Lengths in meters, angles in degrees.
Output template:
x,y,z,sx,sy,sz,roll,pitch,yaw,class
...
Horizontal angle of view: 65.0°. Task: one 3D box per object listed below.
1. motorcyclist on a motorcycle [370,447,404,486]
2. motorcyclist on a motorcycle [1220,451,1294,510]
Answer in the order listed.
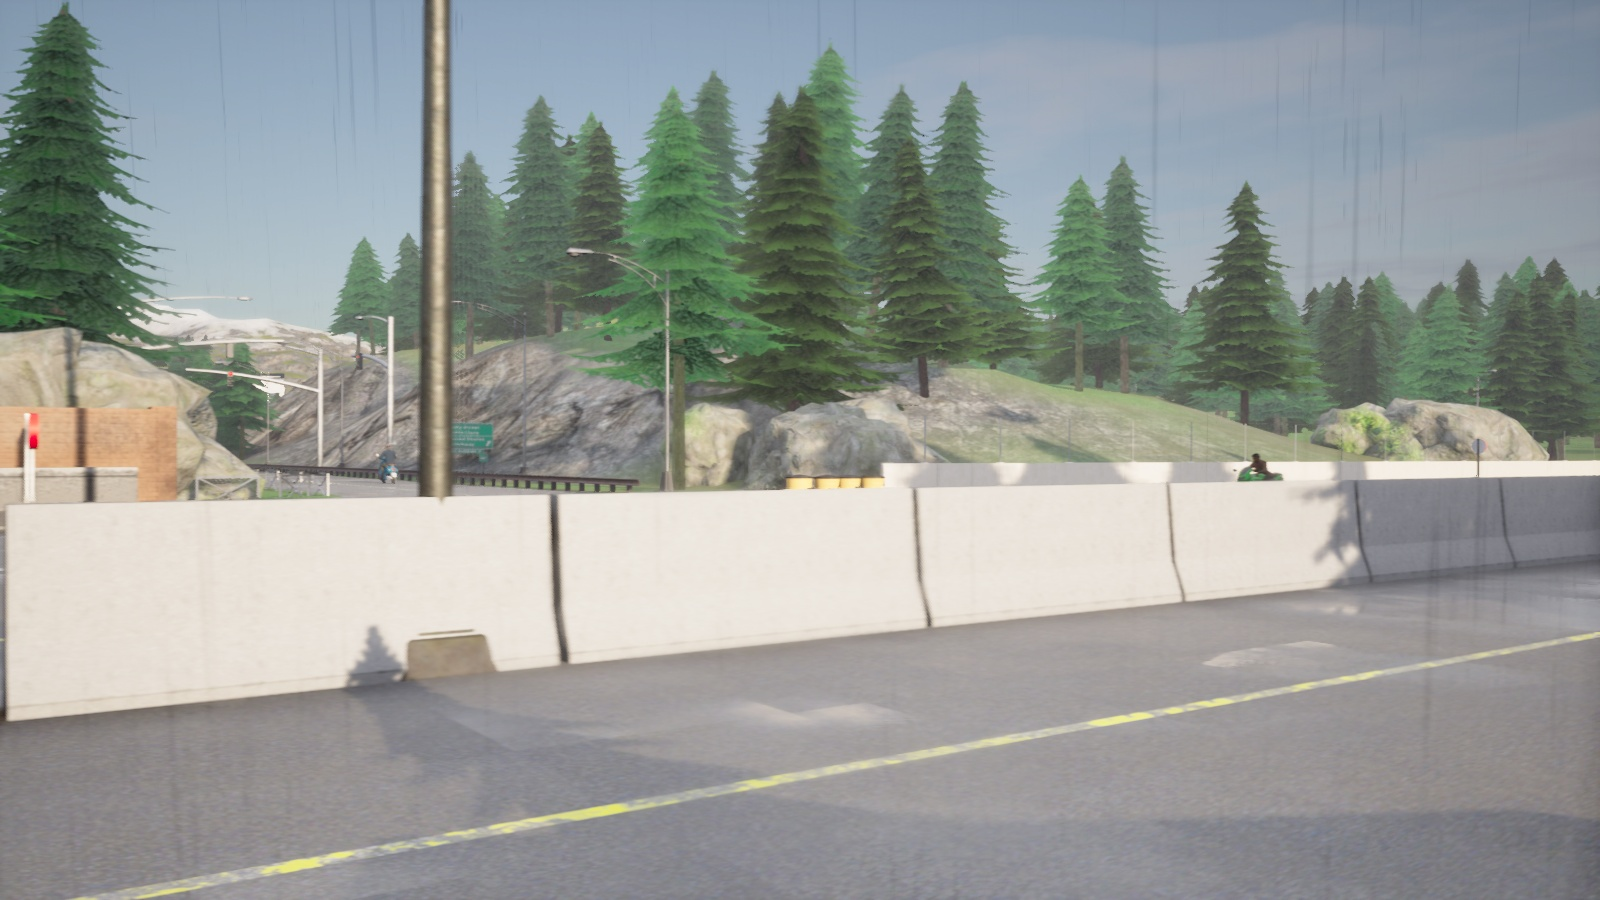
x,y,z,sx,sy,sz,roll,pitch,yaw,class
-16.876,0.664,51.292,0.866,1.590,1.817,0,0,-34,motorcyclist on a motorcycle
12.194,0.783,33.485,2.044,1.523,0.797,0,0,-35,motorcyclist on a motorcycle
